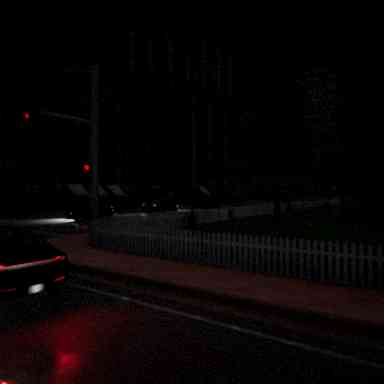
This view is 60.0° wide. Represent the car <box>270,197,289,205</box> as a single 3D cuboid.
[{"bbox_3d":[15.702,1.628,59.494,1.895,1.301,4.718,0,0,34],"label":"car"}]

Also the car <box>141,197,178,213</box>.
[{"bbox_3d":[-3.606,1.383,37.522,2.097,1.767,4.553,0,0,34],"label":"car"}]

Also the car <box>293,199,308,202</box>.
[{"bbox_3d":[18.579,1.571,57.505,2.033,1.411,5.357,0,0,34],"label":"car"}]

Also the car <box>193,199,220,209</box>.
[{"bbox_3d":[1.959,1.632,45.738,1.895,1.301,4.718,0,0,34],"label":"car"}]

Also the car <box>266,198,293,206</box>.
[{"bbox_3d":[12.630,1.570,48.686,2.033,1.411,5.357,0,0,34],"label":"car"}]

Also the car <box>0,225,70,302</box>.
[{"bbox_3d":[-4.679,1.501,7.399,4.902,1.511,2.128,0,0,38],"label":"car"}]

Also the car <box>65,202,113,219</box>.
[{"bbox_3d":[-9.029,1.594,29.502,1.994,1.385,4.181,0,0,34],"label":"car"}]
